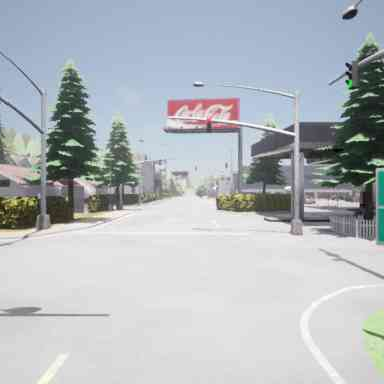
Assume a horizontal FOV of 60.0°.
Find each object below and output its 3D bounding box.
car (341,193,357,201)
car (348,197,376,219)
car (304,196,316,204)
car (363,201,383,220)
[{"bbox_3d":[34.732,1.489,71.890,2.007,1.523,4.514,0,0,0],"label":"car"},{"bbox_3d":[14.308,1.504,24.982,3.866,1.878,1.905,0,0,0],"label":"car"},{"bbox_3d":[22.347,1.552,64.068,1.970,1.475,3.806,0,0,0],"label":"car"},{"bbox_3d":[18.621,1.671,30.662,4.611,1.667,2.242,0,0,0],"label":"car"}]
